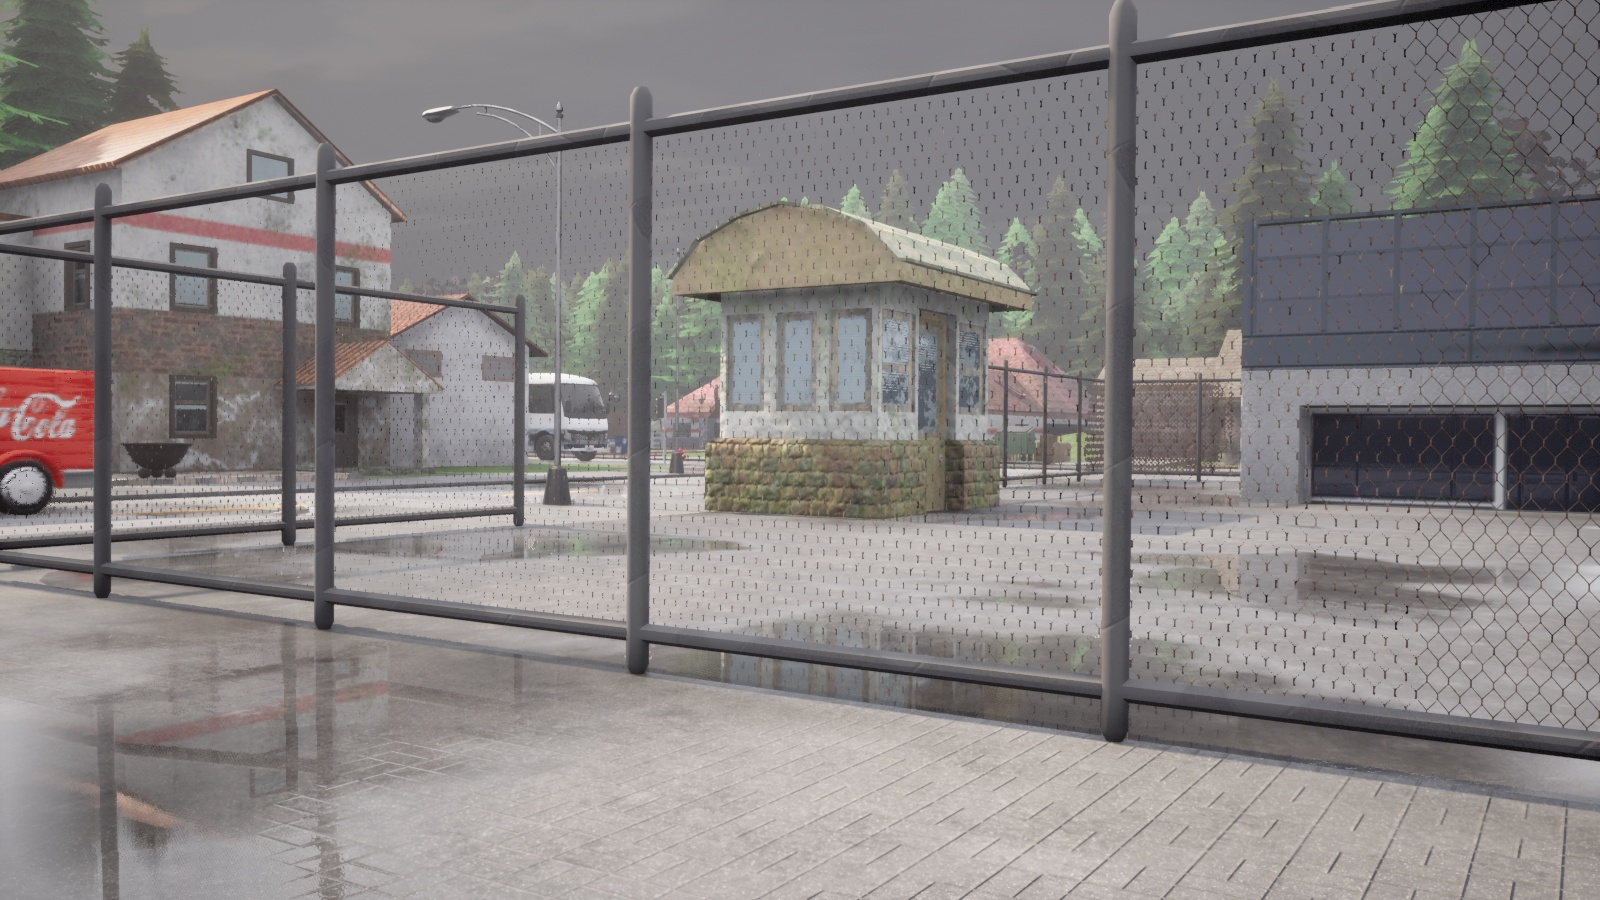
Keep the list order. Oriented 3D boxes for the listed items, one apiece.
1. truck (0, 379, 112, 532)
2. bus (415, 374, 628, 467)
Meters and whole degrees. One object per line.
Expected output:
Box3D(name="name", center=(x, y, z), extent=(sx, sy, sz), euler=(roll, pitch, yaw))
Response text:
Box3D(name="truck", center=(-14.399, 0.099, 20.181), extent=(2.627, 2.467, 5.204), euler=(0, 1, 32))
Box3D(name="bus", center=(-13.741, -1.362, 61.640), extent=(10.273, 4.253, 3.944), euler=(0, 1, 31))
